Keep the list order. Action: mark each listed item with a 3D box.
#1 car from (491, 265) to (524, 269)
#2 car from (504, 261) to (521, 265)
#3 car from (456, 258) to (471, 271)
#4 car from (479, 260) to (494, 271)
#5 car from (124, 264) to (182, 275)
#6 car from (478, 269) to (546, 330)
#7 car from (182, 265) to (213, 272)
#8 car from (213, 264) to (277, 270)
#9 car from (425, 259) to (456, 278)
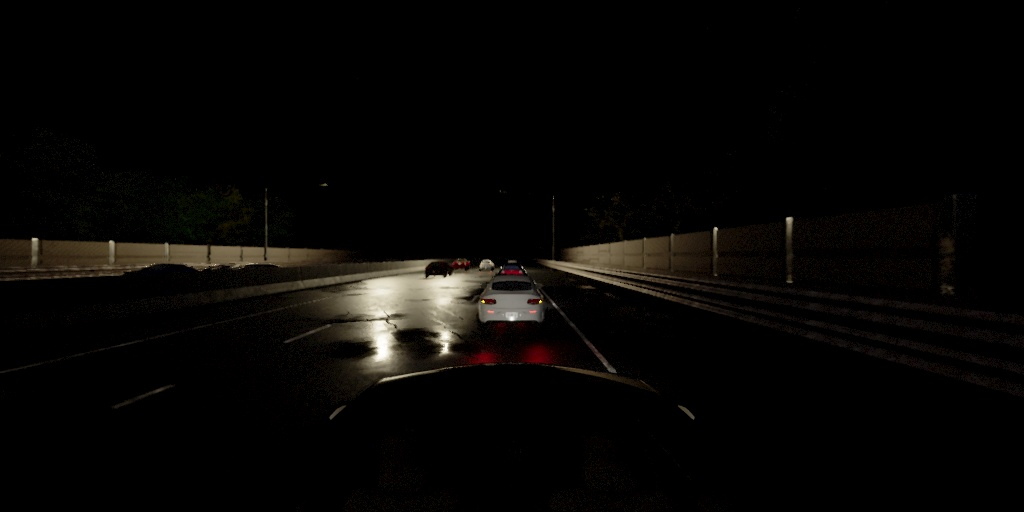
[{"bbox_3d":[-0.009,1.352,20.297,1.895,1.301,4.718,0,0,0],"label":"car"},{"bbox_3d":[-0.016,1.315,28.642,1.994,1.385,4.181,0,0,0],"label":"car"},{"bbox_3d":[-6.922,1.099,49.472,2.097,1.767,4.553,0,0,0],"label":"car"},{"bbox_3d":[-3.425,1.273,49.345,1.812,1.442,4.674,0,0,0],"label":"car"},{"bbox_3d":[-24.506,1.252,25.301,1.812,1.442,4.674,2,-1,0],"label":"car"},{"bbox_3d":[-0.004,1.276,11.040,1.812,1.442,4.674,0,0,0],"label":"car"},{"bbox_3d":[-21.015,1.316,26.162,1.994,1.385,4.181,0,0,0],"label":"car"},{"bbox_3d":[-17.528,1.276,24.645,1.812,1.442,4.674,0,0,0],"label":"car"},{"bbox_3d":[-6.914,1.229,34.165,1.882,1.535,5.008,0,0,0],"label":"car"}]
